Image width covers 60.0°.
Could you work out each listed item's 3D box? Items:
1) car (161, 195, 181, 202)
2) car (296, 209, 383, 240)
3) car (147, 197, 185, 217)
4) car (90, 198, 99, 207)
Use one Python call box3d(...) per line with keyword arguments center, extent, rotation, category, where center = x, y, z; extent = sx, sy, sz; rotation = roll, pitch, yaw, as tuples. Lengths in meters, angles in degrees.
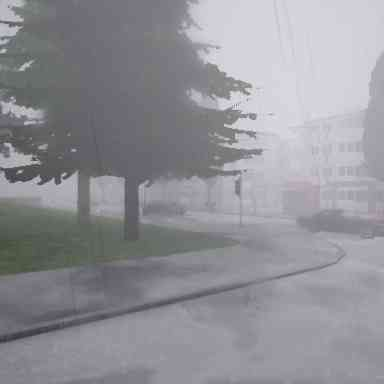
box3d(center=(-5.226, 1.647, 83.155), extent=(4.974, 1.542, 2.038), rotation=(0, 0, -6), category="car")
box3d(center=(7.890, 1.591, 17.134), extent=(1.895, 1.301, 4.718), rotation=(0, 0, -35), category="car")
box3d(center=(-2.525, 1.495, 31.711), extent=(1.837, 1.490, 4.892), rotation=(0, 0, -36), category="car")
box3d(center=(-15.603, 1.591, 50.222), extent=(1.895, 1.301, 4.718), rotation=(0, 0, -35), category="car")
